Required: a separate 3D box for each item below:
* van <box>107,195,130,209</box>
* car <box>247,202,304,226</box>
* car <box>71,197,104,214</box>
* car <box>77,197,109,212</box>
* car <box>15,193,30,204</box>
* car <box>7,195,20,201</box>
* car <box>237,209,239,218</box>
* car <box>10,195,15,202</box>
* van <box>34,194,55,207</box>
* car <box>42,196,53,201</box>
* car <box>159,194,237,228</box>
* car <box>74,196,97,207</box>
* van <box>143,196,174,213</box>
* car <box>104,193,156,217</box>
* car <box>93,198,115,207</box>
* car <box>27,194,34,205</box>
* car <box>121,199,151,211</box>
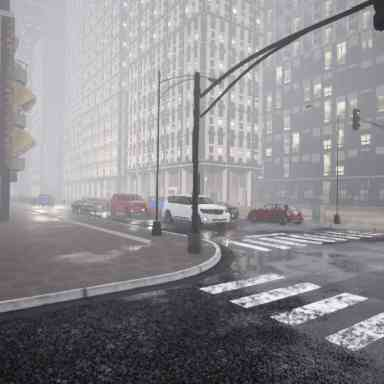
[{"bbox_3d":[-10.410,1.368,47.033,1.690,1.788,3.998,1,-1,-35],"label":"van"},{"bbox_3d":[5.877,1.505,23.960,1.967,1.590,4.097,1,-1,-35],"label":"car"},{"bbox_3d":[-10.744,1.427,32.970,2.008,1.369,4.403,1,-1,-35],"label":"car"},{"bbox_3d":[-11.535,1.412,38.605,2.128,1.511,4.902,1,-1,-35],"label":"car"},{"bbox_3d":[-30.286,1.155,60.659,2.192,1.841,5.009,1,-1,-35],"label":"car"},{"bbox_3d":[-40.063,1.378,74.500,2.008,1.369,4.403,1,-1,-35],"label":"car"},{"bbox_3d":[1.492,1.499,25.642,2.128,1.511,4.902,1,-1,-35],"label":"car"},{"bbox_3d":[-36.806,1.397,69.885,1.947,1.339,4.313,1,-1,-35],"label":"car"},{"bbox_3d":[-20.513,1.197,46.815,1.690,1.788,3.998,1,-1,-35],"label":"van"},{"bbox_3d":[-36.478,1.570,83.946,1.802,1.307,4.206,1,-1,-35],"label":"car"},{"bbox_3d":[0.092,1.170,22.122,2.150,2.045,5.566,1,-1,-35],"label":"car"},{"bbox_3d":[-16.276,1.446,50.846,1.882,1.535,5.008,1,0,-35],"label":"car"},{"bbox_3d":[-3.895,1.382,37.804,1.690,1.788,3.998,1,-1,-35],"label":"van"},{"bbox_3d":[-5.687,1.155,30.310,2.150,2.045,5.566,1,-1,-35],"label":"car"},{"bbox_3d":[-13.672,1.586,51.645,1.947,1.339,4.313,1,-1,-35],"label":"car"},{"bbox_3d":[-23.775,1.432,51.427,1.802,1.307,4.206,1,-1,-35],"label":"car"},{"bbox_3d":[-7.156,1.584,42.416,2.008,1.369,4.403,1,-1,-35],"label":"car"}]
